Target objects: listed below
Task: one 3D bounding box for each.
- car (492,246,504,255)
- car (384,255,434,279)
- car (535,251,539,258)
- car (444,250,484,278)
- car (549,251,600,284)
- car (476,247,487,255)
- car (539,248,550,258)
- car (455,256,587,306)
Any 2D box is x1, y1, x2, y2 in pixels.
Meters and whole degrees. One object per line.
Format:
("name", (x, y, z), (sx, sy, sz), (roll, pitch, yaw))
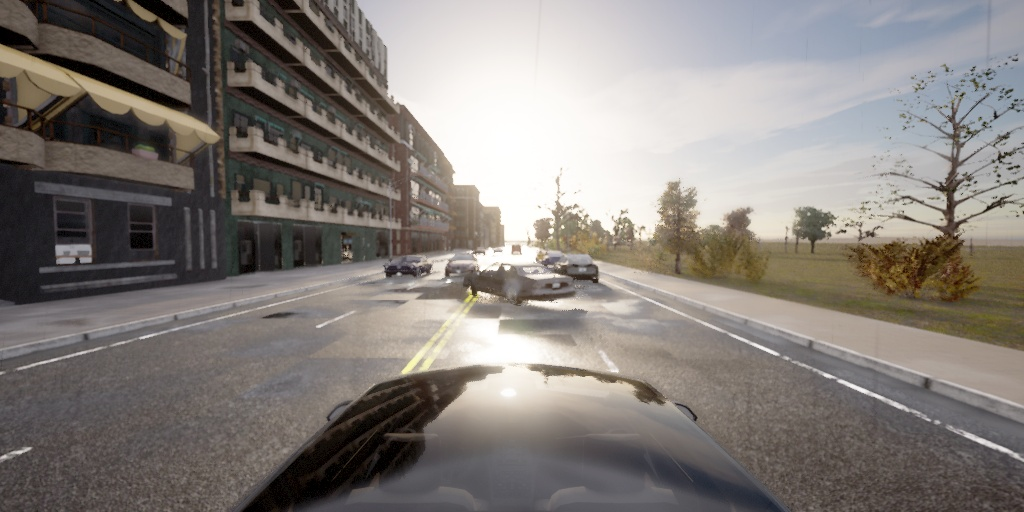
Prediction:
("car", (-2.458, -1.080, 65.051), (2.128, 1.511, 4.902), (0, 2, 1))
("car", (-6.342, 0.636, 22.414), (1.895, 1.301, 4.718), (0, 2, 1))
("car", (3.753, -0.168, 41.967), (1.801, 1.575, 5.366), (0, 2, 1))
("car", (-3.081, 0.539, 23.122), (1.812, 1.442, 4.674), (0, 2, 1))
("car", (3.475, 0.634, 19.822), (2.163, 1.488, 4.792), (0, 2, 1))
("car", (-5.708, -0.933, 65.098), (1.882, 1.535, 5.008), (0, 2, 1))
("car", (3.613, 0.282, 30.786), (1.812, 1.442, 4.674), (0, 2, 1))
("car", (0.043, 0.896, 13.395), (2.033, 1.411, 5.357), (-1, 2, -33))
